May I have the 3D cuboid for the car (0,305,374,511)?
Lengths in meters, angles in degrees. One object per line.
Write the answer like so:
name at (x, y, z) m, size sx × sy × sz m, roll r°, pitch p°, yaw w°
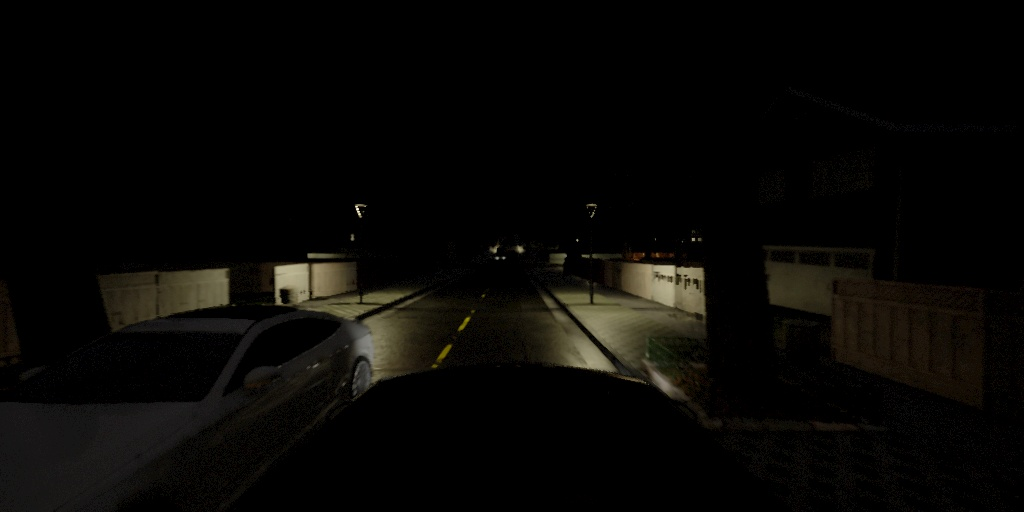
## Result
car at (-2.849, 1.268, 3.366) m, size 1.812 × 1.442 × 4.674 m, roll 0°, pitch 0°, yaw 0°
